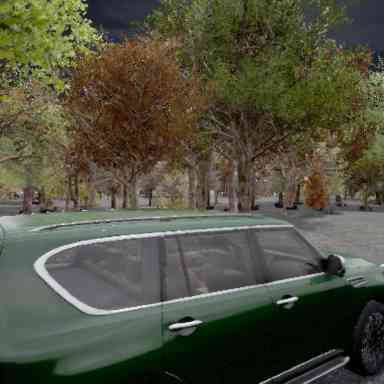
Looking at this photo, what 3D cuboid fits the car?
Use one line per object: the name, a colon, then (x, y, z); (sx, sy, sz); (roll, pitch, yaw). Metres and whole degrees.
car: (0.193, 1.221, 3.883); (5.566, 2.045, 2.150); (0, 0, -36)
